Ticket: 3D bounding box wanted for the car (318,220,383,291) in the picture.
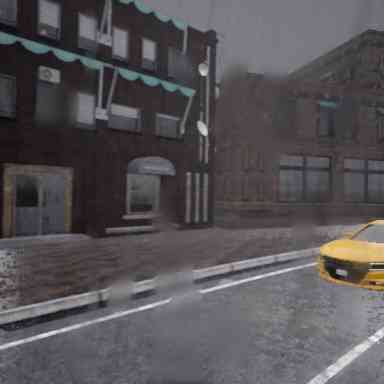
[{"bbox_3d":[5.338,1.474,8.610,5.008,1.535,1.882,0,0,-33],"label":"car"}]
